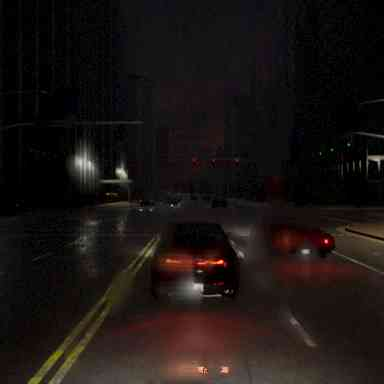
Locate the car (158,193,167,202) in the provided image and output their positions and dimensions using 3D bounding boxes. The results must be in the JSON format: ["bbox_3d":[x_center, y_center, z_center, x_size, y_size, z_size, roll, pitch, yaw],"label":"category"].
[{"bbox_3d":[-6.804,1.469,67.605,1.837,1.490,4.892,0,0,0],"label":"car"}]

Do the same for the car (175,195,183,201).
[{"bbox_3d":[-3.249,1.427,82.527,1.882,1.535,5.008,0,0,0],"label":"car"}]

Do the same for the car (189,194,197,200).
[{"bbox_3d":[0.275,1.332,90.416,1.994,1.385,4.181,0,0,0],"label":"car"}]

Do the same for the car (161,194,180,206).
[{"bbox_3d":[-3.417,1.537,53.950,1.994,1.385,4.181,0,0,0],"label":"car"}]

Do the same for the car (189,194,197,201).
[{"bbox_3d":[0.243,1.448,80.031,1.837,1.490,4.892,0,0,0],"label":"car"}]

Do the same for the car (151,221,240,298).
[{"bbox_3d":[0.084,1.501,8.502,1.837,1.490,4.892,0,0,1],"label":"car"}]

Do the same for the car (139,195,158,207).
[{"bbox_3d":[-6.931,1.327,51.589,2.097,1.767,4.553,0,0,0],"label":"car"}]

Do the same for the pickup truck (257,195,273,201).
[{"bbox_3d":[16.851,1.021,75.811,2.390,2.098,6.274,0,0,31],"label":"pickup truck"}]

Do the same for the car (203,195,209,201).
[{"bbox_3d":[3.749,1.505,81.987,1.994,1.385,4.181,0,0,0],"label":"car"}]

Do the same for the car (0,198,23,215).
[{"bbox_3d":[-19.260,1.336,32.706,4.553,1.767,2.097,0,0,4],"label":"car"}]

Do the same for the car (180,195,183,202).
[{"bbox_3d":[-3.294,1.567,68.579,1.895,1.301,4.718,0,0,0],"label":"car"}]

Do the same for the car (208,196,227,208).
[{"bbox_3d":[3.740,1.454,46.781,1.882,1.535,5.008,0,0,0],"label":"car"}]

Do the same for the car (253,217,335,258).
[{"bbox_3d":[3.619,1.594,12.758,1.895,1.301,4.718,0,0,0],"label":"car"}]
